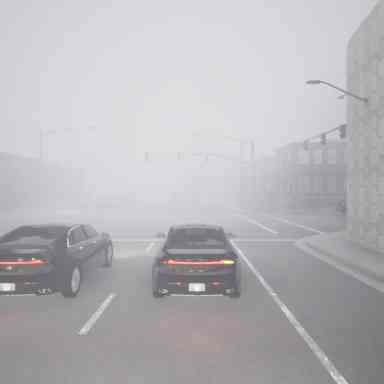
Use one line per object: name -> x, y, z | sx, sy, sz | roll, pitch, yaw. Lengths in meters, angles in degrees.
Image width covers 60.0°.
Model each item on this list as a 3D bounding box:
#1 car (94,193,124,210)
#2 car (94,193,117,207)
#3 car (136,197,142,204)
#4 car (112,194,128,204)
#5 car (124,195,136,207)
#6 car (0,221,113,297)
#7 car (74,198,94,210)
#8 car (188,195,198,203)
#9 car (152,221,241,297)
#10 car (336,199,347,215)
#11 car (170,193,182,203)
car -> -10.454, 1.352, 42.258 | 2.097, 1.767, 4.553 | 0, 0, 0
car -> -13.907, 1.221, 53.709 | 2.150, 2.045, 5.566 | 0, 0, 0
car -> -10.364, 1.564, 61.004 | 1.994, 1.385, 4.181 | 0, 0, 1
car -> -13.834, 1.352, 63.876 | 2.097, 1.767, 4.553 | 0, 0, 1
car -> -10.422, 1.352, 51.111 | 2.097, 1.767, 4.553 | 0, 0, 0
car -> -3.394, 1.505, 8.553 | 1.837, 1.490, 4.892 | 0, 0, 0
car -> -13.946, 1.491, 43.758 | 2.128, 1.511, 4.902 | 0, 0, 0
car -> 0.221, 1.352, 68.248 | 2.097, 1.767, 4.553 | 0, 0, 0
car -> 0.106, 1.505, 8.537 | 1.837, 1.490, 4.892 | 0, 0, 0
car -> 14.910, 0.764, 27.576 | 5.566, 2.045, 2.150 | -5, 0, 0
car -> -3.279, 1.221, 68.315 | 2.150, 2.045, 5.566 | 0, 0, 0
